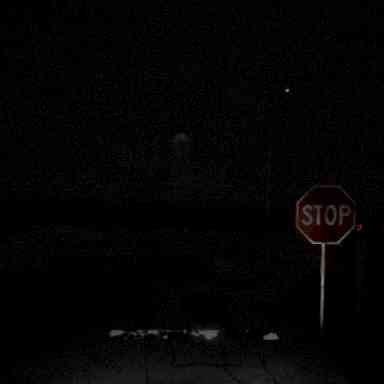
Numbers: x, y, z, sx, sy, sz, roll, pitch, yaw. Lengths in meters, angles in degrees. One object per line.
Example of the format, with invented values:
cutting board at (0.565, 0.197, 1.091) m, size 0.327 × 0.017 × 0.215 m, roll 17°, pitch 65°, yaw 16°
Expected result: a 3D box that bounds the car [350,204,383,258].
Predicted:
car at (8.897, 1.590, 14.139) m, size 5.566 × 2.045 × 2.150 m, roll 1°, pitch 2°, yaw -3°
